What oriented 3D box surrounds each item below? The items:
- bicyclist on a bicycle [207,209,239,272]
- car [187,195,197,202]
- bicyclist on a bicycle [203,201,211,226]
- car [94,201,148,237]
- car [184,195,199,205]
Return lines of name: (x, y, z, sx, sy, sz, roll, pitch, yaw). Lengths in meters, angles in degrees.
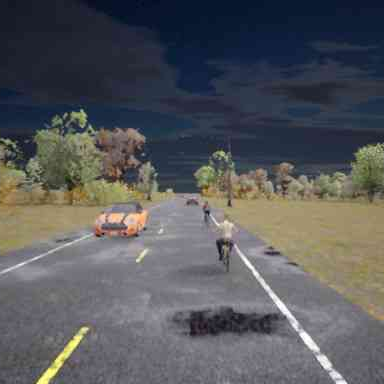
bicyclist on a bicycle: (0.978, 1.421, 9.752, 0.866, 1.612, 1.509, 0, 0, 0)
car: (-0.019, 1.418, 73.760, 2.033, 1.411, 5.357, 0, 0, 0)
bicyclist on a bicycle: (0.957, 1.419, 21.267, 0.582, 1.620, 1.656, 0, 0, 0)
car: (-3.604, 1.323, 17.580, 2.097, 1.767, 4.553, 0, 0, 0)
car: (0.086, 1.434, 55.909, 1.812, 1.442, 4.674, 0, 0, 0)
